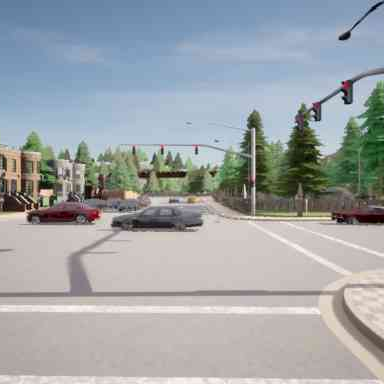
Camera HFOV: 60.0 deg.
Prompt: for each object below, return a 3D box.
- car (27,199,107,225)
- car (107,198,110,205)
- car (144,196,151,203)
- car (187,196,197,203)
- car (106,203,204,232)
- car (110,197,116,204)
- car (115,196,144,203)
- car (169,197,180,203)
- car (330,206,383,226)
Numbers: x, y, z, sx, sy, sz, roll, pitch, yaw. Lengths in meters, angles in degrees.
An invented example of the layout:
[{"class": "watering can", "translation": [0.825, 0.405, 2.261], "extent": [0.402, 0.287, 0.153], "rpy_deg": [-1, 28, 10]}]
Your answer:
[{"class": "car", "translation": [-8.892, 1.477, 23.266], "extent": [5.008, 1.535, 1.882], "rpy_deg": [0, 0, 1]}, {"class": "car", "translation": [-10.595, 1.504, 35.564], "extent": [1.837, 1.490, 4.892], "rpy_deg": [0, 0, 0]}, {"class": "car", "translation": [-7.082, 1.351, 47.478], "extent": [2.097, 1.767, 4.553], "rpy_deg": [0, 0, 0]}, {"class": "car", "translation": [0.063, 1.477, 64.966], "extent": [1.882, 1.535, 5.008], "rpy_deg": [0, 0, 0]}, {"class": "car", "translation": [-1.954, 1.547, 19.552], "extent": [5.357, 1.411, 2.033], "rpy_deg": [0, 0, 2]}, {"class": "car", "translation": [-10.597, 1.491, 44.980], "extent": [2.128, 1.511, 4.902], "rpy_deg": [0, 0, 0]}, {"class": "car", "translation": [-7.085, 1.504, 38.277], "extent": [1.837, 1.490, 4.892], "rpy_deg": [0, 0, 0]}, {"class": "car", "translation": [-3.437, 1.600, 65.254], "extent": [1.895, 1.301, 4.718], "rpy_deg": [0, 0, 0]}, {"class": "car", "translation": [12.137, 1.601, 22.886], "extent": [4.718, 1.301, 1.895], "rpy_deg": [0, 0, 0]}]
